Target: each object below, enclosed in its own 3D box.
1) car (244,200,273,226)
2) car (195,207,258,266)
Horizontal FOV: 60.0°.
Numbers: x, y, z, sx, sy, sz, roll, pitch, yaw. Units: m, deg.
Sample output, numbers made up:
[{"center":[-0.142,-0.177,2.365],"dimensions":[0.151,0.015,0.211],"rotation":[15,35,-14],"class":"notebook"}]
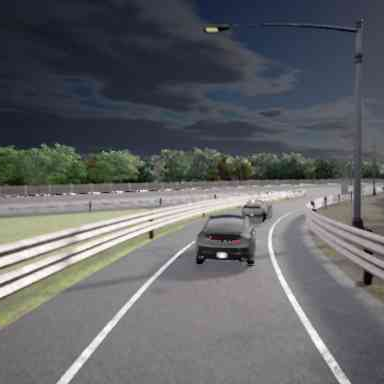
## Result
[{"center":[5.156,1.399,25.961],"dimensions":[2.128,1.511,4.902],"rotation":[1,1,21],"class":"car"},{"center":[1.333,1.543,11.908],"dimensions":[1.837,1.490,4.892],"rotation":[0,1,11],"class":"car"}]
